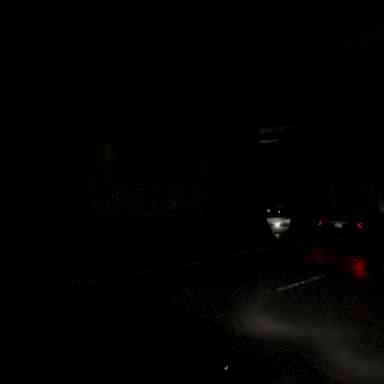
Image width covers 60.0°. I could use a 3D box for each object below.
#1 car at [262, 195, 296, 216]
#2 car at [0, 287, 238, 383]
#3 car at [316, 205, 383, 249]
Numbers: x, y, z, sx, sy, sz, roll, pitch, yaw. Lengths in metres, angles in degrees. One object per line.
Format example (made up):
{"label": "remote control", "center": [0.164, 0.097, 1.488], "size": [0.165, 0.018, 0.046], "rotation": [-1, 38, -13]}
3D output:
{"label": "car", "center": [8.500, 1.327, 32.432], "size": [2.150, 2.045, 5.566], "rotation": [0, 0, 34]}
{"label": "car", "center": [-1.865, 1.477, 2.410], "size": [5.008, 1.535, 1.882], "rotation": [0, 0, -36]}
{"label": "car", "center": [7.398, 1.366, 14.897], "size": [2.097, 1.767, 4.553], "rotation": [0, 0, 45]}
